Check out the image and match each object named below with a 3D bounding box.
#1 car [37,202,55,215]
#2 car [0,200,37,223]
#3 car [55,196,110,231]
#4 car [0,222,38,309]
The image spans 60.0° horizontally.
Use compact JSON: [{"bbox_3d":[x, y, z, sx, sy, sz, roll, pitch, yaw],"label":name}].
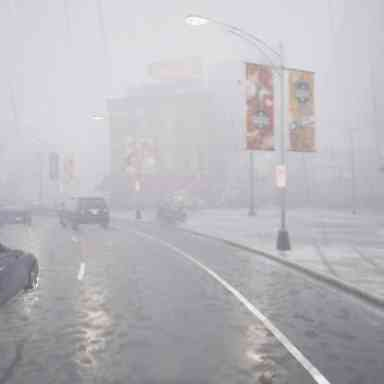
[{"bbox_3d":[-13.833,1.750,34.386,4.718,1.301,1.895,-1,0,44],"label":"car"},{"bbox_3d":[-12.942,1.622,23.783,1.882,1.535,5.008,0,0,-39],"label":"car"},{"bbox_3d":[-7.170,1.305,21.872,2.150,2.045,5.566,0,0,-33],"label":"car"},{"bbox_3d":[-4.323,1.574,6.125,1.812,1.442,4.674,0,0,-10],"label":"car"}]
